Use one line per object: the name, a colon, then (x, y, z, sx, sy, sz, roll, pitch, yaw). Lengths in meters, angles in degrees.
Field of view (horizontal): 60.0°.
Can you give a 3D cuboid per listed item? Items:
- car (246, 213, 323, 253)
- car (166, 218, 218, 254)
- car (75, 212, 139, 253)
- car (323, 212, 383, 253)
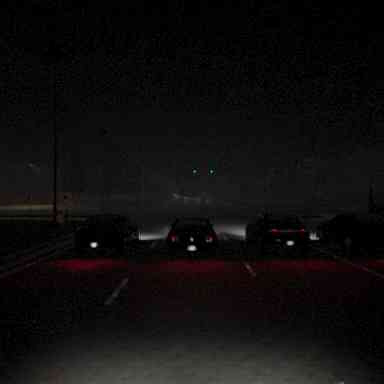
car: (3.507, 1.625, 14.278, 2.128, 1.511, 4.902, 0, 0, 0)
car: (0.005, 1.732, 14.093, 1.895, 1.301, 4.718, 0, 0, 0)
car: (-3.493, 1.641, 14.303, 1.837, 1.490, 4.892, 0, 0, 0)
car: (7.007, 1.640, 14.288, 1.837, 1.490, 4.892, 0, 0, 0)
